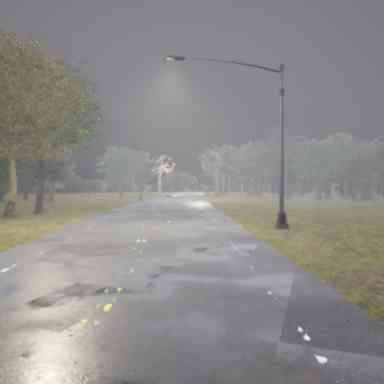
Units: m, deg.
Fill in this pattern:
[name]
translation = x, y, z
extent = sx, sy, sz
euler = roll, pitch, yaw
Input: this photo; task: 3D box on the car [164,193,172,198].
[car]
translation = -6.855, 1.106, 95.171
extent = 2.033, 1.411, 5.357
euler = 0, 1, 2
